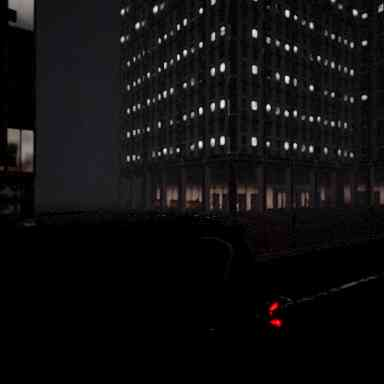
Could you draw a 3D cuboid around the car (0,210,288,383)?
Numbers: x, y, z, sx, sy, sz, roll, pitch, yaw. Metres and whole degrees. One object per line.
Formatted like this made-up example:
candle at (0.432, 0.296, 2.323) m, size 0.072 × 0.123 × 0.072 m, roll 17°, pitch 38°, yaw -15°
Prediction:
car at (-1.778, 1.226, 2.111) m, size 5.566 × 2.045 × 2.150 m, roll -1°, pitch 1°, yaw -36°
